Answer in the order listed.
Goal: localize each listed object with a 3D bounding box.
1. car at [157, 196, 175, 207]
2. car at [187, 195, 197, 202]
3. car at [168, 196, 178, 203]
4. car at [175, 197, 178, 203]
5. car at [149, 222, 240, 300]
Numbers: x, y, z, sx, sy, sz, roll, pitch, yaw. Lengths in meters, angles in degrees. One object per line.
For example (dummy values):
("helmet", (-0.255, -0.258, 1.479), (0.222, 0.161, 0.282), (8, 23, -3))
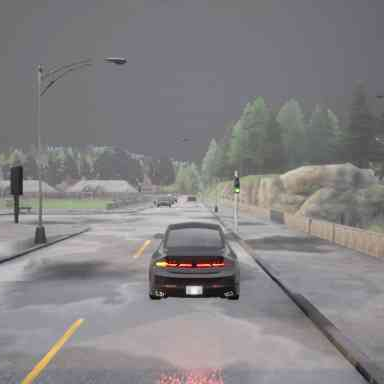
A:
("car", (-4.109, 1.564, 49.729), (1.994, 1.385, 4.181), (0, 0, 0))
("car", (-0.020, 1.324, 70.981), (1.882, 1.535, 5.008), (0, 0, 0))
("car", (-4.019, 1.595, 69.926), (1.895, 1.301, 4.718), (0, 0, 0))
("car", (-4.094, 1.505, 59.744), (1.837, 1.490, 4.892), (0, 0, 0))
("car", (0.058, 1.505, 8.363), (1.837, 1.490, 4.892), (0, 0, 0))
